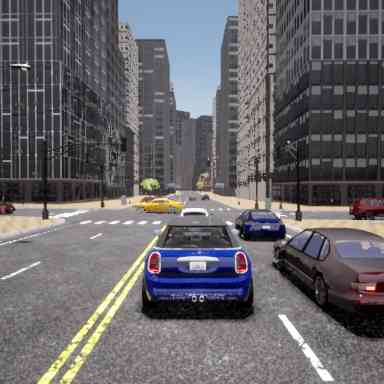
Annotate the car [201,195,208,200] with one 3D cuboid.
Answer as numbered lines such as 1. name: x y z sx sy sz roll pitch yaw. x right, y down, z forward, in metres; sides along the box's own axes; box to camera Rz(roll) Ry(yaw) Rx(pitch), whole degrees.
1. car: 3.366 1.501 90.421 1.895 1.301 4.718 0 0 0

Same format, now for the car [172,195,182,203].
1. car: -3.163 1.415 69.647 1.882 1.535 5.008 0 0 0

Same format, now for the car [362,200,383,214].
1. car: 21.856 1.642 37.031 4.829 1.417 1.752 1 0 1

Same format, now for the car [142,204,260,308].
1. car: 0.109 1.348 8.097 2.097 1.767 4.553 0 0 0

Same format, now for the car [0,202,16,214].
1. car: -19.353 1.407 31.971 4.181 1.385 1.994 1 1 1

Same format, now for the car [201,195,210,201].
1. car: 3.352 1.422 80.398 1.837 1.490 4.892 0 0 0

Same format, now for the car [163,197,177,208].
1. car: -3.279 1.488 49.741 1.812 1.442 4.674 0 0 0

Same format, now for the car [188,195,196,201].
1. car: 0.101 1.448 79.762 2.128 1.511 4.902 0 0 0

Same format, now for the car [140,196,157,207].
1. car: -6.528 1.440 49.989 1.882 1.535 5.008 0 0 0

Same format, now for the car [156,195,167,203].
1. car: -6.412 1.415 70.285 1.882 1.535 5.008 0 0 0

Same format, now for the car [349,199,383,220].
1. car: 16.237 1.518 28.752 5.009 1.841 2.192 1 0 1

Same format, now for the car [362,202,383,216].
1. car: 20.495 1.747 34.460 4.718 1.301 1.895 1 1 1

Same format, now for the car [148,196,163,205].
1. car: -6.501 1.498 59.915 2.033 1.411 5.357 0 0 0

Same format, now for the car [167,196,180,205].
1. car: -3.252 1.498 59.431 2.033 1.411 5.357 0 0 0

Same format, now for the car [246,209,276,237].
1. car: 3.369 1.554 16.997 1.994 1.385 4.181 0 0 0

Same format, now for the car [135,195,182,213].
1. car: -3.494 1.411 34.862 5.008 1.535 1.882 0 1 1

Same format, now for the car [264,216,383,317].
1. car: 3.359 1.544 7.758 2.033 1.411 5.357 0 0 0
